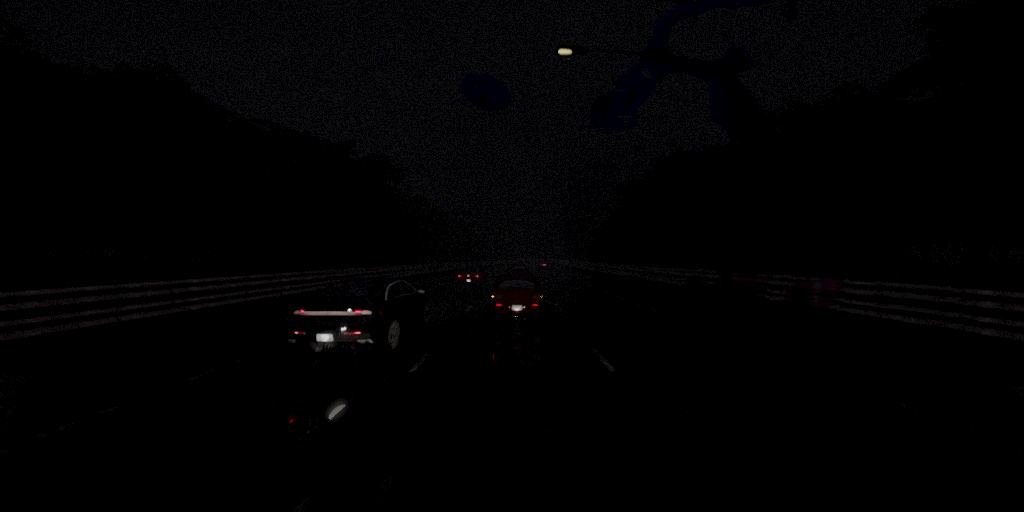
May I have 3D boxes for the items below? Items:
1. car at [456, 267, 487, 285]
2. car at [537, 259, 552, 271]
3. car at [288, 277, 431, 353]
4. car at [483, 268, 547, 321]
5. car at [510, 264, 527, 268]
[{"bbox_3d":[-3.015,1.466,27.646,1.895,1.301,4.718,0,0,2],"label":"car"},{"bbox_3d":[5.199,1.617,58.140,2.128,1.511,4.902,0,-1,3],"label":"car"},{"bbox_3d":[-3.351,1.265,8.885,2.128,1.511,4.902,0,0,0],"label":"car"},{"bbox_3d":[0.176,1.314,12.547,1.812,1.442,4.674,0,0,1],"label":"car"},{"bbox_3d":[0.570,1.411,30.367,1.812,1.442,4.674,0,0,2],"label":"car"}]
